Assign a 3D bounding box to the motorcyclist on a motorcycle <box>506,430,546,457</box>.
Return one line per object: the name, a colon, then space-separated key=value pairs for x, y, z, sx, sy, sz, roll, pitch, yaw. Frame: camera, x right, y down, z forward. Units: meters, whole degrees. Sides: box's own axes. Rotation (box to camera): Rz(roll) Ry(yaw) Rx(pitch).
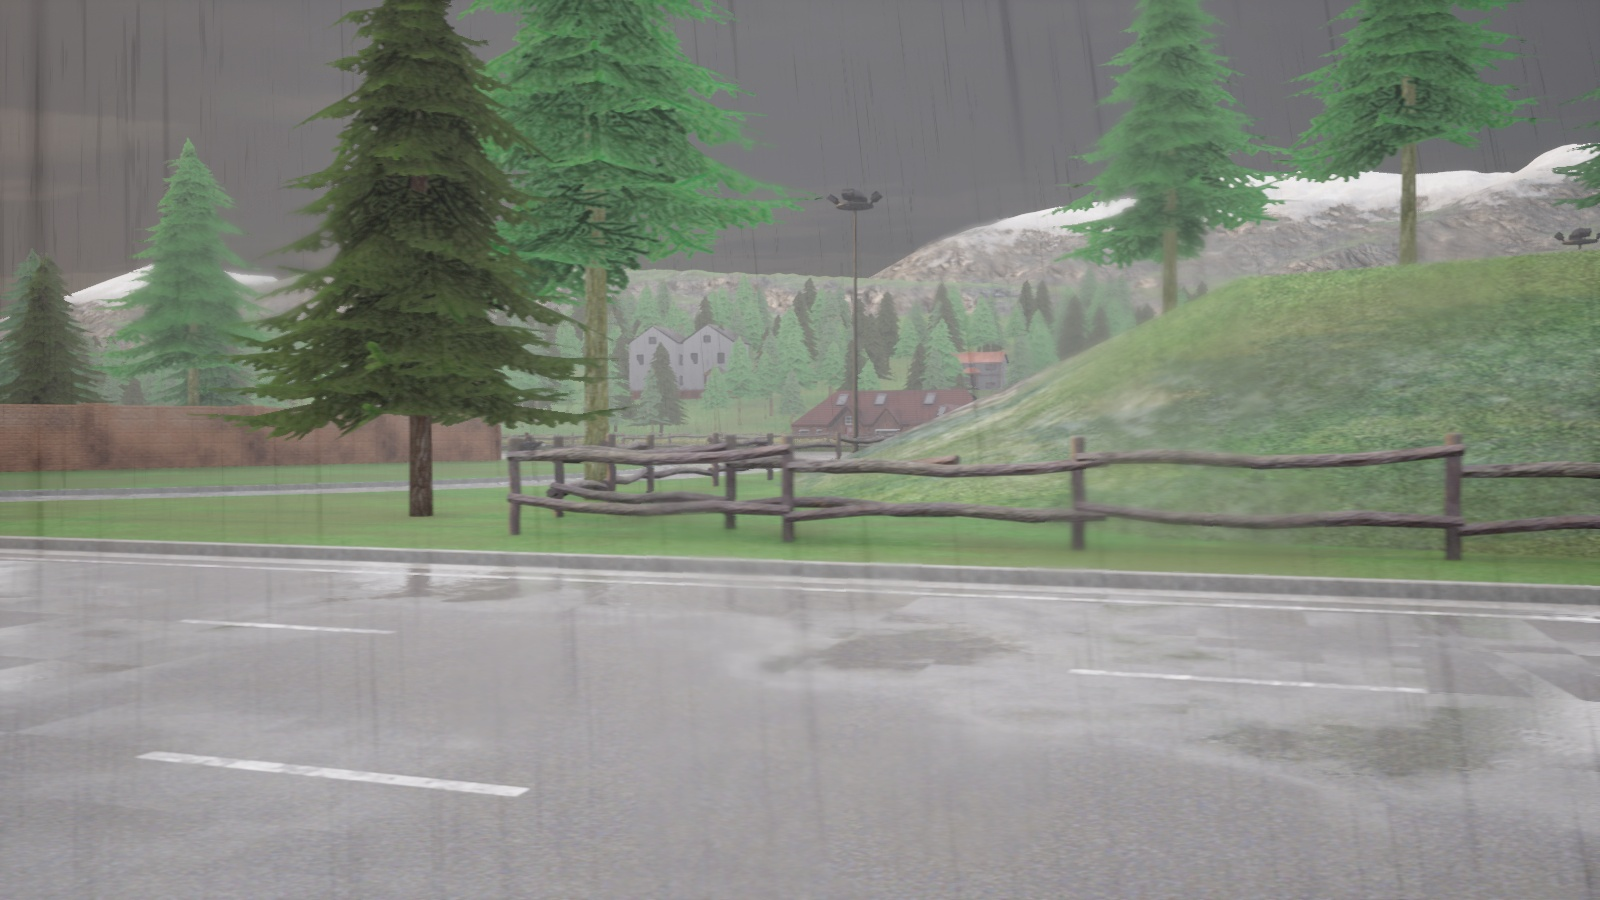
motorcyclist on a motorcycle: x=-15.458 y=-0.385 z=70.824 sx=2.044 sy=1.523 sz=0.797 roll=0 pitch=1 yaw=19
